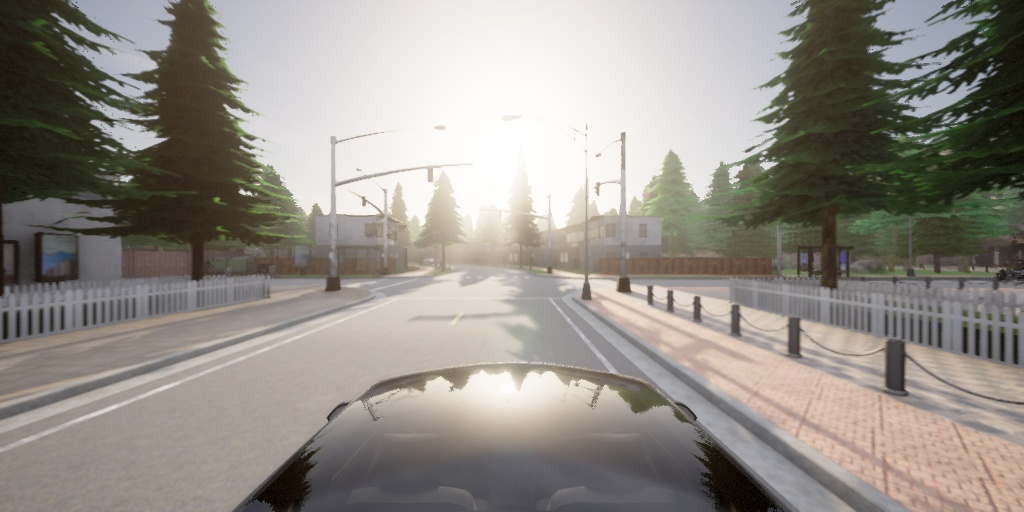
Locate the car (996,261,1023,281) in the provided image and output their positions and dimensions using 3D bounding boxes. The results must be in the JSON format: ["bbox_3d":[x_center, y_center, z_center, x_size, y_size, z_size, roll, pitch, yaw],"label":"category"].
[{"bbox_3d":[38.820,1.262,26.480,4.181,1.385,1.994,0,0,2],"label":"car"}]
